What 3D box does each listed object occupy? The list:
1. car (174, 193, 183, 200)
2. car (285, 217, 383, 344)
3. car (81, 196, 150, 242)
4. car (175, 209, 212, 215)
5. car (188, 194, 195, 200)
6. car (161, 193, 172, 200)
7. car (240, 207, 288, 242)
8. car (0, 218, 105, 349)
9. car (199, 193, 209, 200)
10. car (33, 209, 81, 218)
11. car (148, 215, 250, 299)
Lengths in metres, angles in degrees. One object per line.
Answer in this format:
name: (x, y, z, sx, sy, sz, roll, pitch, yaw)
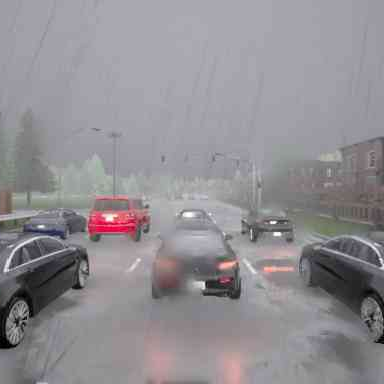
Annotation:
car: (-3.622, 1.217, 89.815, 2.150, 2.045, 5.566, 0, 0, 0)
car: (3.585, 1.492, 6.360, 2.128, 1.511, 4.902, 0, 0, 0)
car: (-3.435, 1.221, 16.541, 2.150, 2.045, 5.566, 0, 0, 0)
car: (0.062, 1.564, 17.063, 1.994, 1.385, 4.181, 0, 0, 0)
car: (-0.122, 1.531, 89.790, 2.033, 1.411, 5.357, 0, 0, 0)
car: (-7.122, 1.217, 89.810, 2.150, 2.045, 5.566, 0, 0, 0)
car: (3.561, 1.505, 16.273, 1.837, 1.490, 4.892, 0, 0, 0)
car: (-3.417, 1.492, 6.231, 2.128, 1.511, 4.902, 0, 0, 0)
car: (3.378, 1.217, 89.825, 2.150, 2.045, 5.566, 0, 0, 0)
car: (-6.936, 1.564, 17.315, 1.994, 1.385, 4.181, 0, 0, 0)
car: (0.085, 1.526, 8.315, 1.812, 1.442, 4.674, 0, 0, 0)
